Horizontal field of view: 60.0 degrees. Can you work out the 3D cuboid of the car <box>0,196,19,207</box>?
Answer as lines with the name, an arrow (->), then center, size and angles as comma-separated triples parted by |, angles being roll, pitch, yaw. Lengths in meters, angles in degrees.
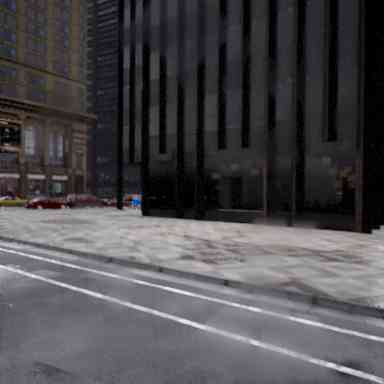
car -> -22.914, 1.173, 41.196 | 1.752, 1.417, 4.829 | 0, -1, 36

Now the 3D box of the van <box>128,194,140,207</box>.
van -> -6.989, 1.306, 48.761 | 1.690, 1.788, 3.998 | 0, -1, 36

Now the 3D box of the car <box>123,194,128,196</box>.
car -> -11.436, 1.232, 57.227 | 2.192, 1.841, 5.009 | 0, -1, 36

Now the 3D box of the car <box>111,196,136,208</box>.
car -> -9.957, 1.478, 44.625 | 1.802, 1.307, 4.206 | 0, -1, 36

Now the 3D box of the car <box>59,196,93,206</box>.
car -> -17.126, 1.335, 49.279 | 2.008, 1.369, 4.403 | 0, -1, 36

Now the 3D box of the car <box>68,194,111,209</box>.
car -> -12.921, 1.141, 40.496 | 2.192, 1.841, 5.009 | 0, -1, 36

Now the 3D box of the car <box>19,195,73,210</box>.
car -> -15.889, 1.301, 36.360 | 1.887, 1.381, 4.507 | 0, -1, 36
